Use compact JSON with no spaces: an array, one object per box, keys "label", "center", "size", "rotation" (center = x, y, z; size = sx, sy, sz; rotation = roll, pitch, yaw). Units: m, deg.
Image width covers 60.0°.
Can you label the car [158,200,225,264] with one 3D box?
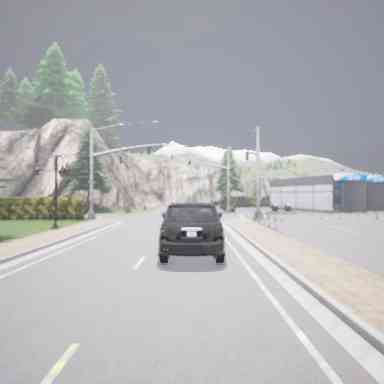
[{"label":"car","center":[0.001,1.358,12.555],"size":[2.150,2.045,5.566],"rotation":[0,0,0]}]

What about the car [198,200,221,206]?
[{"label":"car","center":[3.795,2.361,72.786],"size":[4.718,1.301,1.895],"rotation":[0,-1,-24]}]

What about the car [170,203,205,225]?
[{"label":"car","center":[-0.497,1.792,28.376],"size":[2.128,1.511,4.902],"rotation":[0,0,-12]}]
